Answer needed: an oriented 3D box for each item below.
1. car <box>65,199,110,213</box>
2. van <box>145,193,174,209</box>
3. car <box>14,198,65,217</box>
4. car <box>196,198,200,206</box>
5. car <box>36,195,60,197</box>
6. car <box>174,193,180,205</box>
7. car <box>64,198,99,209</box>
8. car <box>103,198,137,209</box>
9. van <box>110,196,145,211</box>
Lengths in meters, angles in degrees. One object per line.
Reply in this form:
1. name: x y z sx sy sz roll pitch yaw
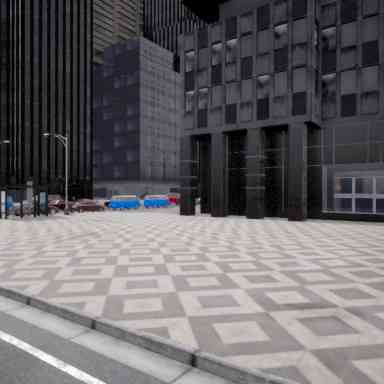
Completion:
1. car: -11.300 1.576 35.561 1.802 1.307 4.206 0 0 35
2. van: -4.713 1.329 44.810 1.690 1.788 3.998 0 0 35
3. car: -14.594 1.548 30.937 2.008 1.369 4.403 0 0 35
4. car: 1.874 1.568 54.059 1.802 1.307 4.206 0 0 35
5. car: -18.245 1.284 40.505 2.192 1.841 5.009 0 0 35
6. car: -4.103 1.191 55.684 2.150 2.045 5.566 0 0 36
7. car: -14.952 1.548 45.130 1.802 1.307 4.206 0 0 35
8. car: -10.174 1.572 47.239 1.895 1.301 4.718 0 0 36
9. van: -8.006 1.331 40.186 1.690 1.788 3.998 0 0 35
